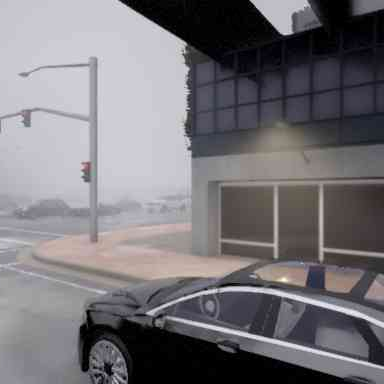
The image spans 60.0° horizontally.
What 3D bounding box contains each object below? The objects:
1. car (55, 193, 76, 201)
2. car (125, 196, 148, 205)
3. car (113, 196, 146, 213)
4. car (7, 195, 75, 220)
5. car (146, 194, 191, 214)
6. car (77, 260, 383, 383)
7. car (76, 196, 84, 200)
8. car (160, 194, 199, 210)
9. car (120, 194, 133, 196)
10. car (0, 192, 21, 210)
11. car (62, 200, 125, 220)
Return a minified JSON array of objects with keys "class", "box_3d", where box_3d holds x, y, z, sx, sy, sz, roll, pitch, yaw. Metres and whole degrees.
[{"class":"car","box_3d":[-25.719,1.215,65.909,4.605,1.855,1.932,0,0,35]},{"class":"car","box_3d":[-9.728,1.439,58.154,3.806,1.475,1.970,0,0,35]},{"class":"car","box_3d":[-7.688,1.506,36.170,1.882,1.535,5.008,0,0,37]},{"class":"car","box_3d":[-13.024,1.381,28.937,2.097,1.767,4.553,0,0,36]},{"class":"car","box_3d":[-2.705,1.246,36.999,2.150,2.045,5.566,0,0,37]},{"class":"car","box_3d":[0.833,1.494,3.397,4.902,1.511,2.128,0,0,36]},{"class":"car","box_3d":[-23.992,1.426,68.235,3.905,1.438,1.784,0,0,35]},{"class":"car","box_3d":[-1.579,1.250,44.339,2.150,2.045,5.566,0,0,37]},{"class":"car","box_3d":[-11.410,1.200,55.798,3.866,1.878,1.905,0,0,35]},{"class":"car","box_3d":[-22.724,1.200,39.764,3.866,1.878,1.905,0,0,35]},{"class":"car","box_3d":[-8.526,1.626,29.164,1.895,1.301,4.718,0,0,36]}]
